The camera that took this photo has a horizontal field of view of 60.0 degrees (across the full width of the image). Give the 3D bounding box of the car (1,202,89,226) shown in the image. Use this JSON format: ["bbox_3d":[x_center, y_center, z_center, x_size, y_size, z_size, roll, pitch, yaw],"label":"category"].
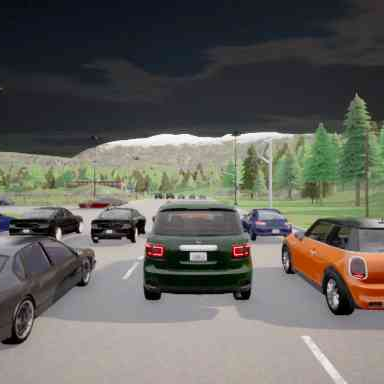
[{"bbox_3d":[-6.890,1.478,16.303,1.882,1.535,5.008,0,0,0],"label":"car"}]

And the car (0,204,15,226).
[{"bbox_3d":[-10.390,1.526,16.334,1.812,1.442,4.674,0,0,0],"label":"car"}]

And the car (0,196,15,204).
[{"bbox_3d":[-29.588,1.354,50.775,4.553,1.767,2.097,0,0,0],"label":"car"}]

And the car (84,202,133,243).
[{"bbox_3d":[-3.391,1.478,16.132,1.882,1.535,5.008,0,0,0],"label":"car"}]

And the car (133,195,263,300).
[{"bbox_3d":[0.108,1.221,8.502,2.150,2.045,5.566,0,0,0],"label":"car"}]

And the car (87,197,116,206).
[{"bbox_3d":[-14.685,1.564,54.220,4.181,1.385,1.994,0,0,-43],"label":"car"}]

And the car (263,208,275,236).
[{"bbox_3d":[3.612,1.526,16.603,1.812,1.442,4.674,0,0,0],"label":"car"}]

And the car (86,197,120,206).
[{"bbox_3d":[-12.257,1.601,42.990,4.718,1.301,1.895,0,0,-27],"label":"car"}]

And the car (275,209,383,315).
[{"bbox_3d":[3.601,1.352,7.703,2.097,1.767,4.553,0,0,0],"label":"car"}]

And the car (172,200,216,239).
[{"bbox_3d":[0.111,1.352,18.024,2.097,1.767,4.553,0,0,0],"label":"car"}]

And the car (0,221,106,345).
[{"bbox_3d":[-3.399,1.547,6.305,2.033,1.411,5.357,0,0,0],"label":"car"}]

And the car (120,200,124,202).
[{"bbox_3d":[-12.307,1.564,47.116,4.181,1.385,1.994,0,0,-33],"label":"car"}]
